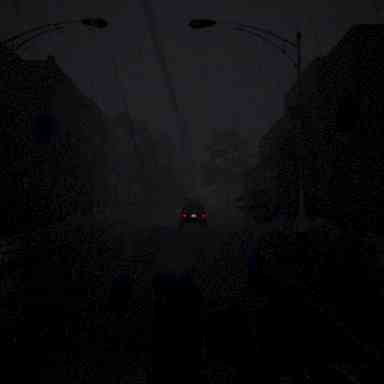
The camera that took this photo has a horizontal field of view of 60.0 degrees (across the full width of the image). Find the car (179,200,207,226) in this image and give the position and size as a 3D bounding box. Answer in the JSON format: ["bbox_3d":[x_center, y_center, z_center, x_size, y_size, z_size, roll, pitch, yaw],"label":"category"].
[{"bbox_3d":[0.050,1.560,23.485,2.033,1.411,5.357,0,0,-1],"label":"car"}]

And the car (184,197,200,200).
[{"bbox_3d":[0.012,1.308,38.816,1.994,1.385,4.181,0,0,0],"label":"car"}]
